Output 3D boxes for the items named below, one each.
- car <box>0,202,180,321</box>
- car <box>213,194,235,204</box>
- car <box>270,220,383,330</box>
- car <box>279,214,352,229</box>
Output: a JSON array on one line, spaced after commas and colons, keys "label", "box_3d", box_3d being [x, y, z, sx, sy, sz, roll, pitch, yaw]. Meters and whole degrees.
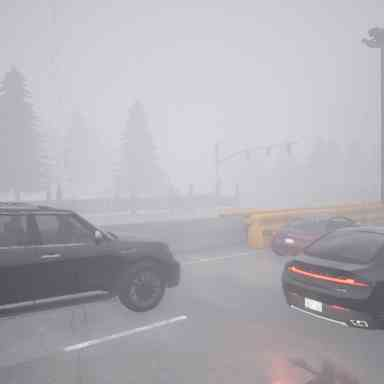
[{"label": "car", "box_3d": [-2.897, 1.212, 5.979, 5.566, 2.045, 2.150, 1, 0, -36]}, {"label": "car", "box_3d": [4.738, 1.024, 50.124, 2.128, 1.511, 4.902, -1, 1, -35]}, {"label": "car", "box_3d": [3.817, 1.434, 6.471, 4.892, 1.490, 1.837, -1, 1, -35]}, {"label": "car", "box_3d": [4.627, 1.440, 11.339, 4.181, 1.385, 1.994, -1, 1, -35]}]
